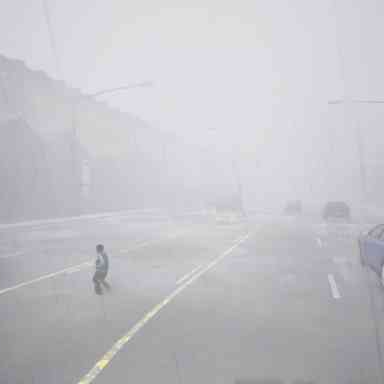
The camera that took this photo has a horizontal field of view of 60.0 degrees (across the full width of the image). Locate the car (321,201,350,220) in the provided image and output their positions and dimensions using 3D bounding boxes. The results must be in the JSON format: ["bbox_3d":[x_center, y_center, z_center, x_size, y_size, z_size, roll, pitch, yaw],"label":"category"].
[{"bbox_3d":[11.998,1.477,27.888,1.882,1.535,5.008,0,0,18],"label":"car"}]

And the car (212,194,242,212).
[{"bbox_3d":[4.383,1.223,38.726,2.150,2.045,5.566,0,0,19],"label":"car"}]

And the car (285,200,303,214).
[{"bbox_3d":[11.114,1.547,36.290,2.033,1.411,5.357,0,0,18],"label":"car"}]

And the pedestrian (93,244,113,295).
[{"bbox_3d":[-1.918,1.674,7.188,0.500,1.100,0.500,0,0,17],"label":"pedestrian"}]

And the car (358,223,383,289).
[{"bbox_3d":[5.587,1.477,8.467,1.882,1.535,5.008,0,0,17],"label":"car"}]

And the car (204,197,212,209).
[{"bbox_3d":[2.993,1.443,45.431,1.812,1.442,4.674,0,0,18],"label":"car"}]
